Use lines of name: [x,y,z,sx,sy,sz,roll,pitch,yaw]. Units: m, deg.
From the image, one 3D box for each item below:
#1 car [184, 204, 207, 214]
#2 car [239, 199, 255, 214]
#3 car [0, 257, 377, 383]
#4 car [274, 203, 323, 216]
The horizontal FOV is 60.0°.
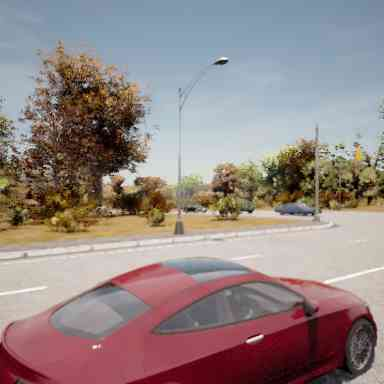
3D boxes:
car: [0.547,2.693,53.279,2.128,1.511,4.902,0,-3,-32]
car: [5.953,1.904,44.668,2.150,2.045,5.566,0,-3,-32]
car: [0.304,1.534,3.938,4.674,1.442,1.812,0,0,-35]
car: [11.385,1.852,36.030,2.033,1.411,5.357,0,-2,-32]
